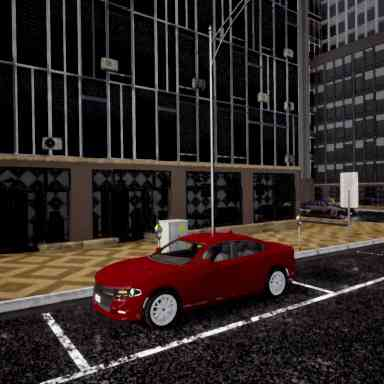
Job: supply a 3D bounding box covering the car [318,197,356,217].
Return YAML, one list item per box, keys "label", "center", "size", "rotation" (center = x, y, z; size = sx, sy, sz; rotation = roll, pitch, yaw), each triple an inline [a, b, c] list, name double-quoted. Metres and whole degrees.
- label: "car"
  center: [12.093, 1.421, 30.646]
  size: [2.033, 1.411, 5.357]
  rotation: [-1, 1, -35]

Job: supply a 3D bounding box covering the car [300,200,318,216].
- label: "car"
  center: [8.904, 1.450, 30.775]
  size: [2.008, 1.369, 4.403]
  rotation: [-1, 1, -35]

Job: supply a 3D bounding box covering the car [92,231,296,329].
- label: "car"
  center: [0.246, 1.543, 6.900]
  size: [4.507, 1.381, 1.887]
  rotation: [0, -1, -35]

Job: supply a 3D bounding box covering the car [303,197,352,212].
- label: "car"
  center: [14.898, 1.274, 36.726]
  size: [1.752, 1.417, 4.829]
  rotation: [-1, 1, -35]
